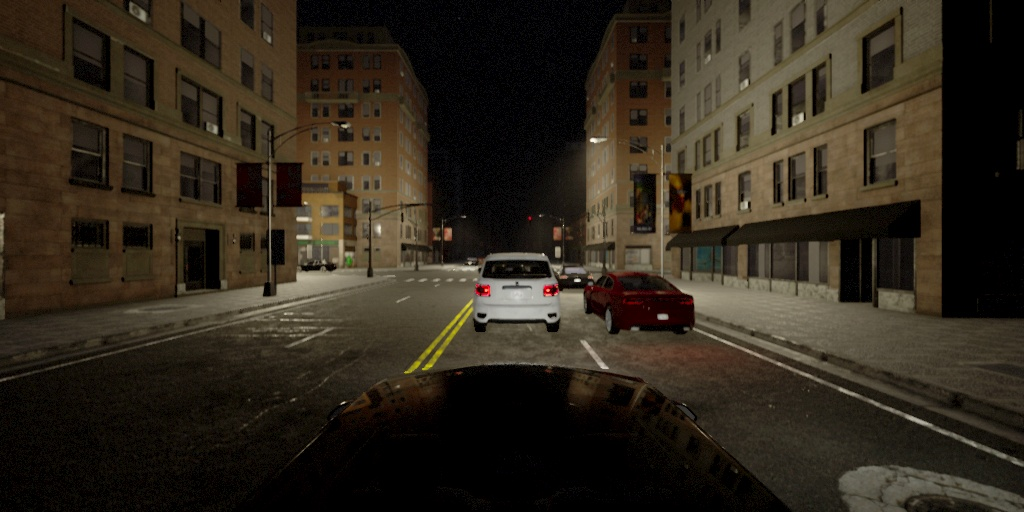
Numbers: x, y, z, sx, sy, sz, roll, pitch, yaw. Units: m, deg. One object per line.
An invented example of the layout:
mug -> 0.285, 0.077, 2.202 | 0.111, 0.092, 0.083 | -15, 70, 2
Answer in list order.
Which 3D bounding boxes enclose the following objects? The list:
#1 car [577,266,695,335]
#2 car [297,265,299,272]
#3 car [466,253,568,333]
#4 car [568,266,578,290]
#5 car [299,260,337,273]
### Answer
car -> 3.369, 1.188, 10.440 | 1.882, 1.535, 5.008 | 0, 0, 0
car -> -22.101, 1.032, 32.322 | 4.097, 1.591, 1.967 | 0, 0, 0
car -> 0.122, 0.932, 10.713 | 2.150, 2.045, 5.566 | 0, 0, 0
car -> 3.390, 1.228, 20.528 | 1.994, 1.385, 4.181 | 0, 0, 0
car -> -22.042, 1.152, 40.347 | 4.313, 1.339, 1.948 | 0, 0, 0
